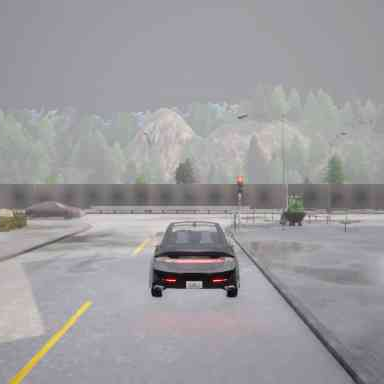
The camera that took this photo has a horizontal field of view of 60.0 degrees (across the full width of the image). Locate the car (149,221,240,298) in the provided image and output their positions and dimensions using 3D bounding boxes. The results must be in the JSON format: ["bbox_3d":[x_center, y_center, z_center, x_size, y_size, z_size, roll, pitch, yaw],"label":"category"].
[{"bbox_3d":[0.064,1.491,8.533,2.128,1.511,4.902,0,0,1],"label":"car"}]

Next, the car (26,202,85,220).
[{"bbox_3d":[-11.224,1.525,27.336,4.674,1.442,1.812,0,0,7],"label":"car"}]
